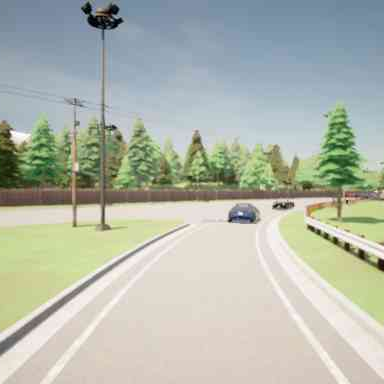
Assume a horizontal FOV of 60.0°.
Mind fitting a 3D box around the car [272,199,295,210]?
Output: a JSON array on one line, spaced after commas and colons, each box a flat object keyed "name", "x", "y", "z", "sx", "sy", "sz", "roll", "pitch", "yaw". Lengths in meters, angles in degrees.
[{"name": "car", "x": 11.853, "y": 1.537, "z": 42.828, "sx": 1.895, "sy": 1.301, "sz": 4.718, "roll": 0, "pitch": 0, "yaw": 31}]

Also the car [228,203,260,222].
[{"name": "car", "x": 4.091, "y": 1.522, "z": 25.753, "sx": 1.994, "sy": 1.385, "sz": 4.181, "roll": 0, "pitch": 0, "yaw": 17}]
